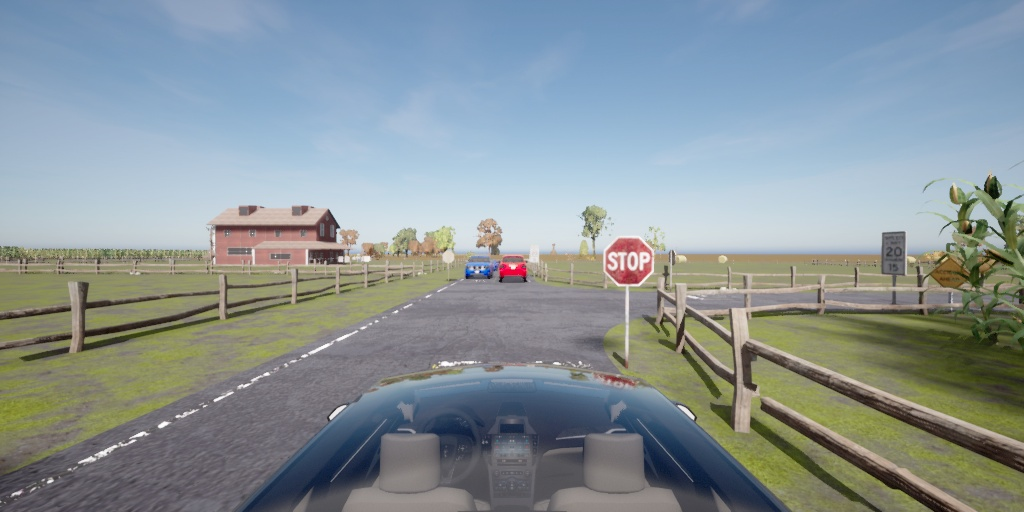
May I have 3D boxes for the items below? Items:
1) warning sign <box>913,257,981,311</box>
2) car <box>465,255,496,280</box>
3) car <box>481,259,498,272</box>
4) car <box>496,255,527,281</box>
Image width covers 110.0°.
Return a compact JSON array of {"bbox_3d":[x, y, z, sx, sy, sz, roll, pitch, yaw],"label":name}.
[{"bbox_3d":[15.864,0.969,12.970,1.060,1.860,1.300,0,0,0],"label":"warning sign"},{"bbox_3d":[-2.857,0.955,31.945,2.150,2.045,5.566,0,0,0],"label":"car"},{"bbox_3d":[-2.858,1.193,47.103,1.882,1.535,5.008,0,0,0],"label":"car"},{"bbox_3d":[0.089,0.957,29.597,2.150,2.045,5.566,0,0,0],"label":"car"}]
